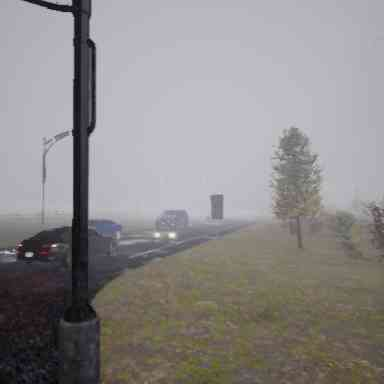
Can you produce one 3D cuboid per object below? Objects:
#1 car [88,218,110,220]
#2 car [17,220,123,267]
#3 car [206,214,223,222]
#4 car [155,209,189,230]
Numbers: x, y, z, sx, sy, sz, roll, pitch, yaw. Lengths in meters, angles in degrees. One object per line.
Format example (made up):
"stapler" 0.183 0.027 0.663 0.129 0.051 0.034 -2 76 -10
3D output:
"car" -6.218 2.410 21.071 1.882 1.535 5.008 -1 -3 16
"car" -4.809 2.059 13.442 1.812 1.442 4.674 -1 -3 17
"car" 3.745 4.107 53.745 2.033 1.411 5.357 -1 -3 17
"car" -1.999 2.842 34.913 2.150 2.045 5.566 -1 -3 17
